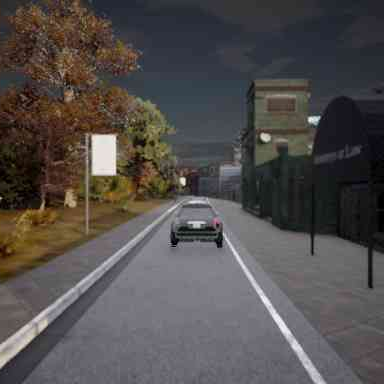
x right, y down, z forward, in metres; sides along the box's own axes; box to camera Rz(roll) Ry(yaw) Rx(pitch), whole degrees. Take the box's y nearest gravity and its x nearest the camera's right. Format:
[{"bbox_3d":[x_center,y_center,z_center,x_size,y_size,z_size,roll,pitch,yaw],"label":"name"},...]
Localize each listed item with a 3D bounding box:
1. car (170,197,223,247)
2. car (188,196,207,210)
[{"bbox_3d":[0.209,1.285,14.946,2.097,1.767,4.553,0,1,1],"label":"car"},{"bbox_3d":[0.632,1.180,36.063,1.895,1.301,4.718,0,1,2],"label":"car"}]
